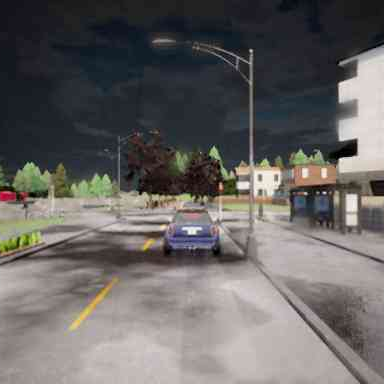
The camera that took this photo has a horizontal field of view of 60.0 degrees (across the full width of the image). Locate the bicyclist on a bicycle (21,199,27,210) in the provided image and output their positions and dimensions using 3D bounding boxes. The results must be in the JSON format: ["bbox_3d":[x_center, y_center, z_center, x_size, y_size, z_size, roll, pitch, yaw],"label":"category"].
[{"bbox_3d":[-23.423,1.789,46.412,0.582,1.620,1.656,0,0,0],"label":"bicyclist on a bicycle"}]

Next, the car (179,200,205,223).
[{"bbox_3d":[0.012,1.627,29.086,2.097,1.767,4.553,0,-1,0],"label":"car"}]

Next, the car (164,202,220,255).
[{"bbox_3d":[0.007,1.485,14.089,2.097,1.767,4.553,0,-1,0],"label":"car"}]
